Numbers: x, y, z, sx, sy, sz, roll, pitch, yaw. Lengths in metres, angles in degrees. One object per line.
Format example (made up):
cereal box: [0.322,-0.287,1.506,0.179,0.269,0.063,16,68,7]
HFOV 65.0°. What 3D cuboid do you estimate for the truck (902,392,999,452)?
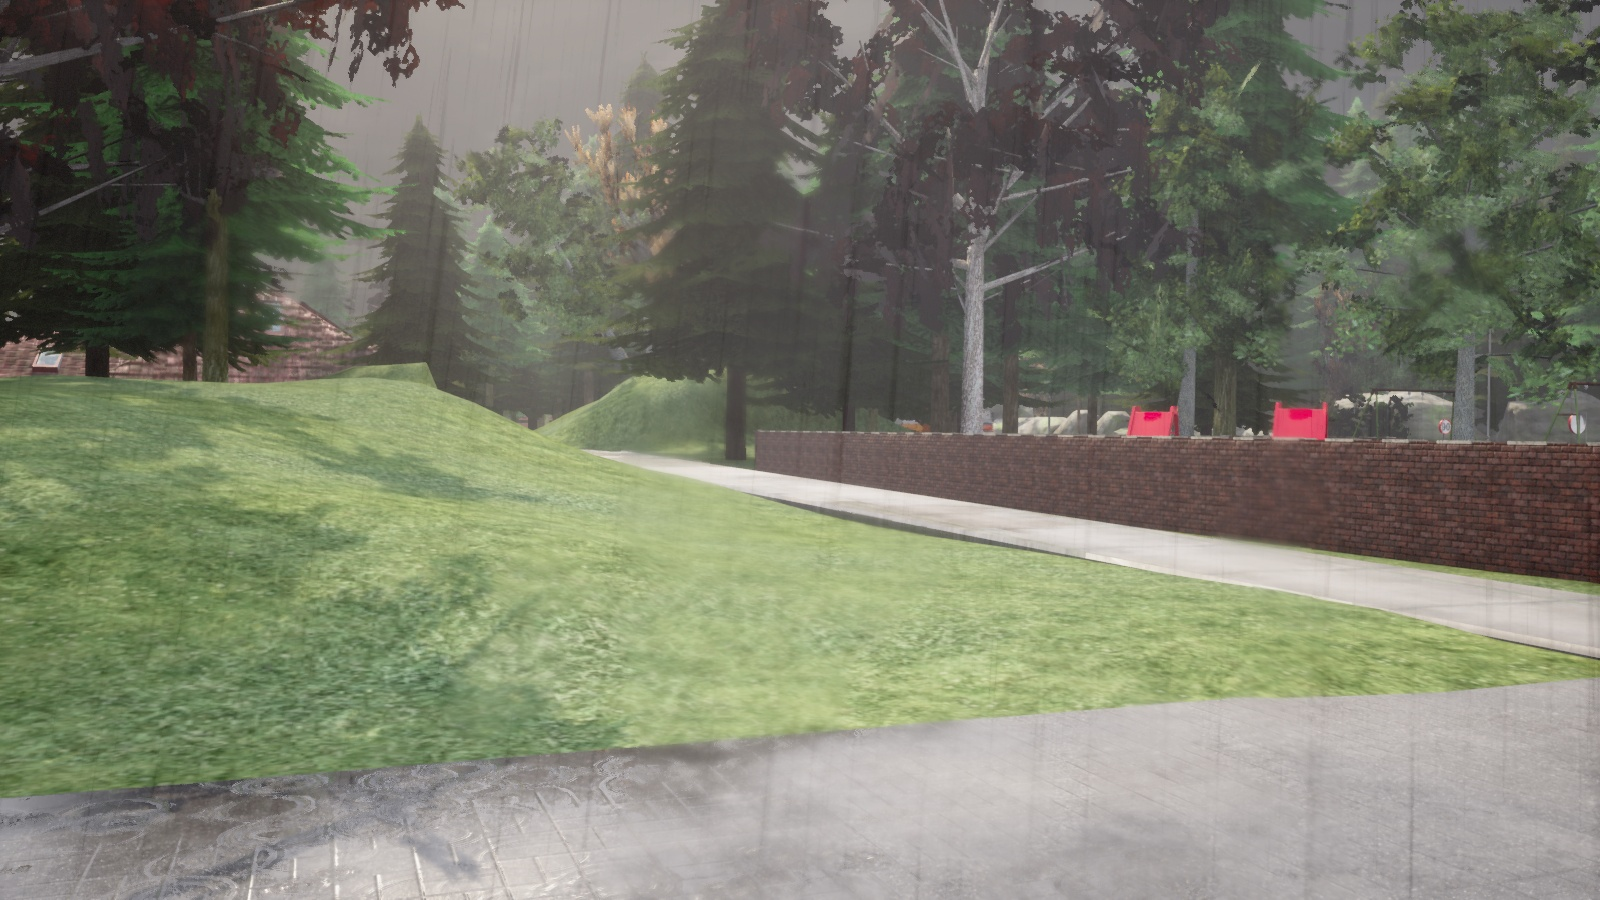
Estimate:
truck: [10.102,-1.866,85.440,2.891,3.827,8.468,-1,1,-21]
